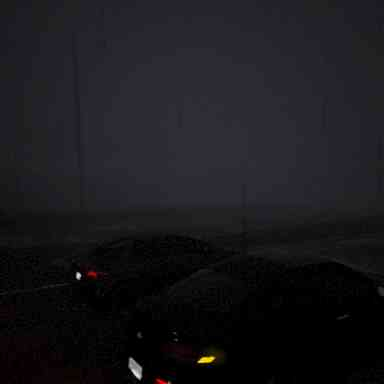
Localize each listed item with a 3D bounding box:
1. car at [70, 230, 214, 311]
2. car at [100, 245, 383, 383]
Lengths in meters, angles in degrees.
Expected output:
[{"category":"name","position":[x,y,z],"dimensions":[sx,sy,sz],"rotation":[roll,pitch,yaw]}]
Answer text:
[{"category":"car","position":[-0.483,1.572,7.430],"dimensions":[4.181,1.385,1.994],"rotation":[0,0,-33]},{"category":"car","position":[1.383,1.535,4.479],"dimensions":[4.674,1.442,1.812],"rotation":[0,0,-33]}]
